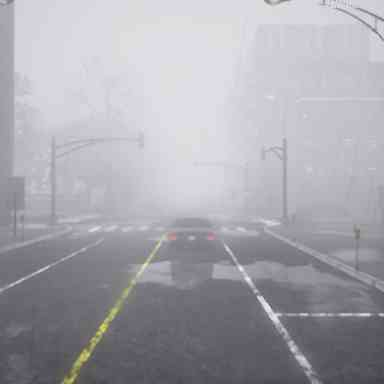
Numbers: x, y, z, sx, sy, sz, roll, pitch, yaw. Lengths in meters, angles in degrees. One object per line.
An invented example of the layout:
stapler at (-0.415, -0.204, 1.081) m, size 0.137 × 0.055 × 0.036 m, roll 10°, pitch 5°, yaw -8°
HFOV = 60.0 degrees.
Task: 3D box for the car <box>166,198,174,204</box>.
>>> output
car at (-5.709, 2.351, 86.659) m, size 1.967 × 1.590 × 4.097 m, roll 0°, pitch -1°, yaw 0°

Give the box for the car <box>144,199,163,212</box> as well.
car at (-5.699, 2.039, 47.248) m, size 1.947 × 1.339 × 4.313 m, roll 0°, pitch -1°, yaw 0°

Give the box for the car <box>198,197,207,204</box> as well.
car at (2.672, 2.226, 86.662) m, size 2.192 × 1.841 × 5.009 m, roll 0°, pitch -1°, yaw 0°

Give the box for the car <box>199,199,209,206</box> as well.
car at (2.673, 2.333, 75.400) m, size 2.008 × 1.369 × 4.403 m, roll 0°, pitch -1°, yaw 0°

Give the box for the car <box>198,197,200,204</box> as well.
car at (2.675, 2.159, 69.772) m, size 1.967 × 1.590 × 4.097 m, roll 0°, pitch -1°, yaw 0°

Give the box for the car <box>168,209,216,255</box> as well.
car at (-0.003, 1.682, 13.992) m, size 2.033 × 1.411 × 5.357 m, roll 0°, pitch -1°, yaw 0°

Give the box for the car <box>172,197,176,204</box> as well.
car at (-5.708, 2.286, 81.030) m, size 1.967 × 1.590 × 4.097 m, roll 0°, pitch -1°, yaw 0°

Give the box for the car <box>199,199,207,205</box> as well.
car at (2.672, 2.391, 81.030) m, size 1.887 × 1.381 × 4.507 m, roll 0°, pitch -1°, yaw 0°

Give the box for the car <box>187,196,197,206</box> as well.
car at (-0.018, 2.250, 74.716) m, size 1.882 × 1.535 × 5.008 m, roll 0°, pitch -1°, yaw 0°

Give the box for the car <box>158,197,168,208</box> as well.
car at (-5.702, 2.117, 58.340) m, size 1.752 × 1.417 × 4.829 m, roll 0°, pitch -1°, yaw 0°

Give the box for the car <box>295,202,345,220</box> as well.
car at (13.457, 1.943, 34.931) m, size 5.009 × 1.841 × 2.192 m, roll 1°, pitch -2°, yaw -1°

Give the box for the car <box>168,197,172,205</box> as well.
car at (-5.704, 1.971, 64.141) m, size 2.192 × 1.841 × 5.009 m, roll 0°, pitch -1°, yaw 0°

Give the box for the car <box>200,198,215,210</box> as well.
car at (2.679, 2.078, 52.881) m, size 1.887 × 1.381 × 4.507 m, roll 0°, pitch -1°, yaw 0°

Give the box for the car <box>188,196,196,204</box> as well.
car at (-0.020, 2.011, 86.418) m, size 2.150 × 2.045 × 5.566 m, roll 0°, pitch -1°, yaw 0°
